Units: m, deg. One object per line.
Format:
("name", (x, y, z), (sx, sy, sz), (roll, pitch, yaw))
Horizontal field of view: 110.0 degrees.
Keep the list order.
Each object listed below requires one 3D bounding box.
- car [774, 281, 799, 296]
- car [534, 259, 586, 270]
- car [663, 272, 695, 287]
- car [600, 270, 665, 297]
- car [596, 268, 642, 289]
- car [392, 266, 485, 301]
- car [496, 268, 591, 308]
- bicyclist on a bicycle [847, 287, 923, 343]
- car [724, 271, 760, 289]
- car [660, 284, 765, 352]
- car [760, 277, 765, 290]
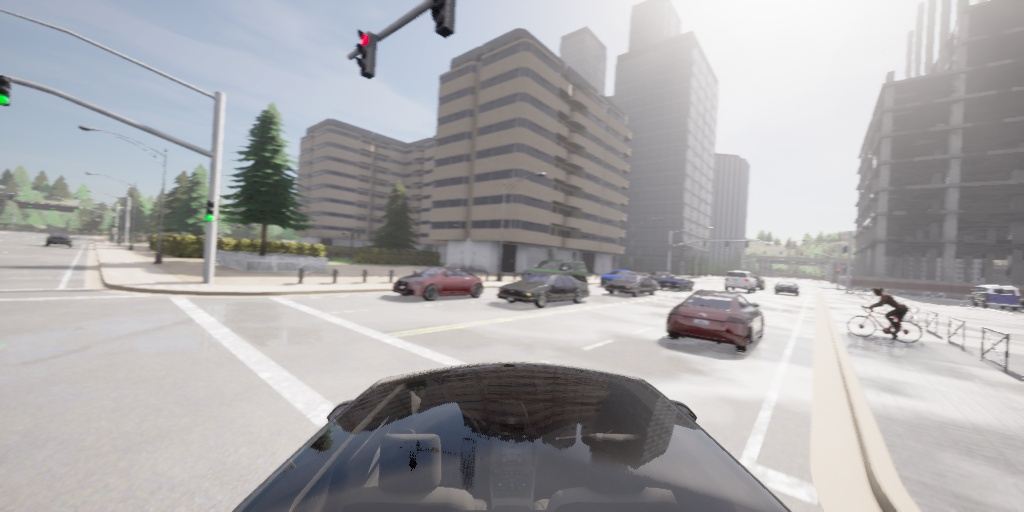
("car", (27.849, 3.239, 36.270), (1.895, 1.301, 4.718), (3, 0, 40))
("car", (2.869, 1.239, 23.271), (2.150, 2.045, 5.566), (3, 0, 40))
("car", (14.545, 2.386, 31.657), (1.895, 1.301, 4.718), (3, 0, 41))
("car", (8.171, 1.901, 24.141), (2.033, 1.411, 5.357), (3, 0, 40))
("car", (9.332, 1.932, 30.914), (1.882, 1.535, 5.008), (3, 0, 41))
("car", (-3.183, 1.173, 16.140), (1.994, 1.385, 4.181), (3, 0, 40))
("car", (1.668, 1.462, 16.459), (2.033, 1.411, 5.357), (3, 0, 40))
("bicyclist on a bicycle", (11.571, 1.815, 11.159), (1.656, 1.620, 0.582), (3, 0, 40))
("car", (22.663, 2.531, 35.530), (2.150, 2.045, 5.566), (3, 0, 41))
("car", (6.106, 1.732, 10.610), (1.994, 1.385, 4.181), (3, 0, 41))
("car", (28.839, 3.079, 42.837), (2.097, 1.767, 4.553), (3, 0, 40))
